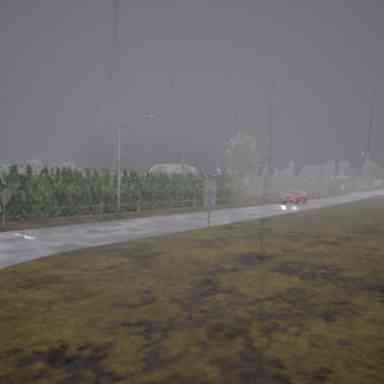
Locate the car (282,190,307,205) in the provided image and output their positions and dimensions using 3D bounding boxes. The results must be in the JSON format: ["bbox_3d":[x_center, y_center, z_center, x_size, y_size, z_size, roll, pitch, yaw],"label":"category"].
[{"bbox_3d":[15.189,0.759,49.058,2.150,2.045,5.566,2,2,36],"label":"car"}]
